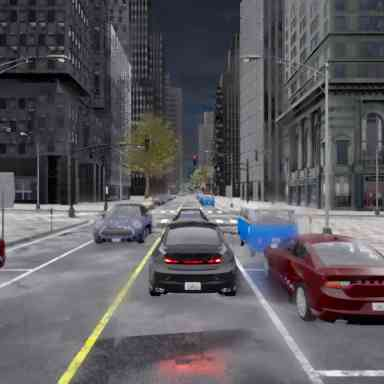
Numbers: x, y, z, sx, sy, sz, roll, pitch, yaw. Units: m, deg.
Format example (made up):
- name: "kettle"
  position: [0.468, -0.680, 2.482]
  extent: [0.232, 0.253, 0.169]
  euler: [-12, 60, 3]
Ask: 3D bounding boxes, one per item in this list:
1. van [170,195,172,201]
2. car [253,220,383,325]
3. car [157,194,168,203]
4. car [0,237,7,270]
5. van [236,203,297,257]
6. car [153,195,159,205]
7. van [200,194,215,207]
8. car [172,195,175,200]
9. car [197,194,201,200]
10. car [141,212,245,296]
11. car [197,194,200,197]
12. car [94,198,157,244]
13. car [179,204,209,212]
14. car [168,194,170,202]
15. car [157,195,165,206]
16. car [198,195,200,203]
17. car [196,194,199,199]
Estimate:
- name: "van"
  position: [-6.137, 1.396, 76.910]
  extent: [1.690, 1.788, 3.998]
  euler: [0, 0, 0]
- name: "car"
  position: [2.745, 1.545, 7.105]
  extent: [1.887, 1.381, 4.507]
  euler: [0, 0, 0]
- name: "car"
  position: [-6.058, 1.350, 61.043]
  extent: [2.192, 1.841, 5.009]
  euler: [0, 0, 0]
- name: "car"
  position: [-5.810, 1.545, 7.081]
  extent: [1.887, 1.381, 4.507]
  euler: [0, 0, 0]
- name: "van"
  position: [2.719, 1.343, 12.630]
  extent: [1.690, 1.788, 3.998]
  euler: [0, 0, 0]
- name: "car"
  position: [-5.986, 1.545, 45.004]
  extent: [1.752, 1.417, 4.829]
  euler: [0, 0, 0]
- name: "van"
  position: [2.518, 1.366, 50.614]
  extent: [1.690, 1.788, 3.998]
  euler: [0, 0, 0]
- name: "car"
  position: [-6.189, 1.637, 87.487]
  extent: [1.947, 1.339, 4.313]
  euler: [0, 0, 0]
- name: "car"
  position: [2.464, 1.580, 61.440]
  extent: [1.887, 1.381, 4.507]
  euler: [0, 0, 0]
- name: "car"
  position: [0.021, 1.506, 8.611]
  extent: [1.837, 1.490, 4.892]
  euler: [0, 0, 0]
- name: "car"
  position: [2.437, 1.624, 66.853]
  extent: [1.802, 1.307, 4.206]
  euler: [0, 0, 0]
- name: "car"
  position: [-3.075, 1.354, 15.723]
  extent: [2.097, 1.767, 4.553]
  euler: [0, 0, 0]
- name: "car"
  position: [-0.075, 1.567, 17.558]
  extent: [1.994, 1.385, 4.181]
  euler: [0, 0, 0]
- name: "car"
  position: [-6.085, 1.592, 66.332]
  extent: [2.008, 1.369, 4.403]
  euler: [0, 0, 0]
- name: "car"
  position: [-6.033, 1.574, 55.754]
  extent: [1.887, 1.381, 4.507]
  euler: [0, 0, 0]
- name: "car"
  position: [2.491, 1.596, 56.026]
  extent: [1.947, 1.339, 4.313]
  euler: [0, 0, 0]
- name: "car"
  position: [2.411, 1.600, 72.266]
  extent: [2.008, 1.369, 4.403]
  euler: [0, 0, 0]
